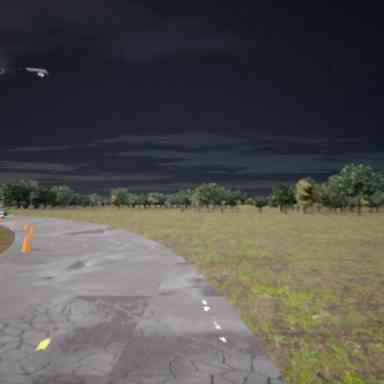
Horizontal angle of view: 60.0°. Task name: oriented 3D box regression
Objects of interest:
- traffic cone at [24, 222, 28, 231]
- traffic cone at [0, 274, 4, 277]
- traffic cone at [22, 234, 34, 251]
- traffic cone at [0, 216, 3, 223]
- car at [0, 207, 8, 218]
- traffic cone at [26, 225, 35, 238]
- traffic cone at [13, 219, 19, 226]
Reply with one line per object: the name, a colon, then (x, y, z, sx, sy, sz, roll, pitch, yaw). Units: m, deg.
traffic cone: (-11.136, 2.304, 22.413, 0.340, 0.580, 0.340, 0, -1, -33)
traffic cone: (-5.580, 2.103, 9.433, 0.340, 0.580, 0.340, 0, -1, -14)
traffic cone: (-6.951, 2.167, 13.955, 0.340, 0.580, 0.340, 0, -1, -20)
traffic cone: (-17.068, 2.430, 29.750, 0.340, 0.580, 0.340, -1, -1, 45)
car: (-21.884, 2.075, 36.064, 4.902, 1.511, 2.128, -1, -1, 34)
traffic cone: (-8.810, 2.236, 18.299, 0.340, 0.580, 0.340, 0, -1, -26)
traffic cone: (-13.899, 2.369, 26.245, 0.340, 0.580, 0.340, 1, -1, -39)
